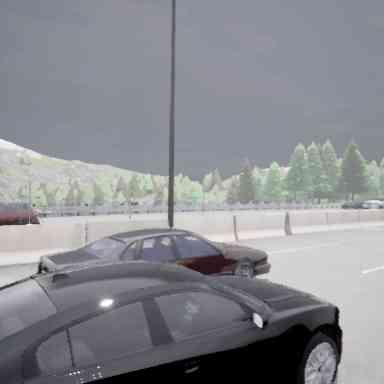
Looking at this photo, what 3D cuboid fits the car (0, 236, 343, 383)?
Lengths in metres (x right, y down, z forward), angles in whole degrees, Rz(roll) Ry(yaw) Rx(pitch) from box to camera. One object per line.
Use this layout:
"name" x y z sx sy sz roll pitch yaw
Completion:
"car" -0.471 1.477 3.392 5.008 1.535 1.882 0 0 -35

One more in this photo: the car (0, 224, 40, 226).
"car" -10.726 1.351 17.821 4.553 1.767 2.097 0 0 -35

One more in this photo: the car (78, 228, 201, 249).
"car" -0.653 1.545 7.526 5.357 1.411 2.033 0 0 -35

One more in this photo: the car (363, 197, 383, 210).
"car" 27.143 1.705 48.280 5.566 2.045 2.150 2 -1 -35
